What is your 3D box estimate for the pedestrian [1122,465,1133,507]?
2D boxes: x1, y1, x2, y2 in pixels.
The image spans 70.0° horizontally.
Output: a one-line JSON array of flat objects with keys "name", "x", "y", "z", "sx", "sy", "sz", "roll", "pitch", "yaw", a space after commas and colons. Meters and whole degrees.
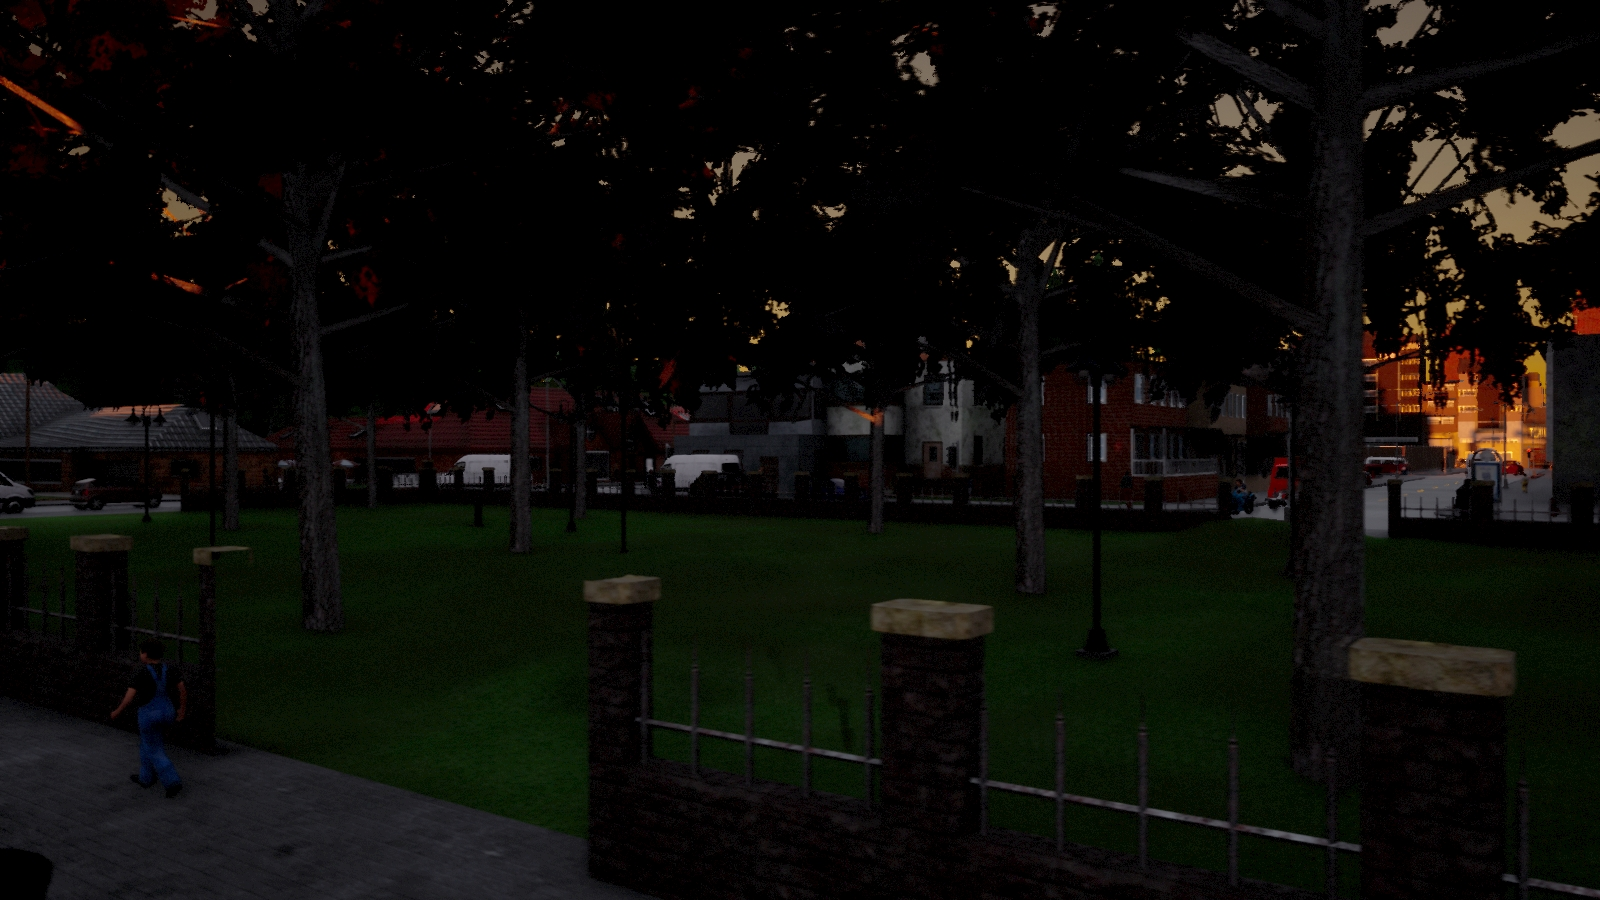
[{"name": "pedestrian", "x": 14.886, "y": 1.629, "z": 51.935, "sx": 0.375, "sy": 1.860, "sz": 0.375, "roll": 0, "pitch": 0, "yaw": 33}]

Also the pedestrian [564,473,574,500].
[{"name": "pedestrian", "x": -11.469, "y": 1.804, "z": 56.699, "sx": 0.375, "sy": 1.300, "sz": 0.375, "roll": 0, "pitch": 0, "yaw": -40}]

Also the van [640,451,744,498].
[{"name": "van", "x": -6.100, "y": 1.314, "z": 63.860, "sx": 5.915, "sy": 2.561, "sz": 1.988, "roll": 0, "pitch": 0, "yaw": 35}]

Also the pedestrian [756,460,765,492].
[{"name": "pedestrian", "x": -2.310, "y": 1.516, "z": 66.632, "sx": 0.375, "sy": 1.860, "sz": 0.375, "roll": 0, "pitch": 0, "yaw": 35}]

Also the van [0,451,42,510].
[{"name": "van", "x": -36.031, "y": 1.315, "z": 48.654, "sx": 1.988, "sy": 2.561, "sz": 5.915, "roll": 0, "pitch": 0, "yaw": 36}]

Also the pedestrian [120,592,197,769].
[{"name": "pedestrian", "x": -5.065, "y": 1.805, "z": 9.025, "sx": 0.375, "sy": 1.300, "sz": 0.375, "roll": 0, "pitch": 0, "yaw": 22}]

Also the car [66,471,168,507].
[{"name": "car", "x": -32.230, "y": 1.806, "z": 53.972, "sx": 1.789, "sy": 1.549, "sz": 3.705, "roll": 0, "pitch": 0, "yaw": 35}]

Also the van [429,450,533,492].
[{"name": "van", "x": -19.799, "y": 1.314, "z": 71.034, "sx": 5.915, "sy": 2.561, "sz": 1.988, "roll": 0, "pitch": -1, "yaw": 10}]

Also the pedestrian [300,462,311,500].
[{"name": "pedestrian", "x": -24.382, "y": 1.525, "z": 56.339, "sx": 0.375, "sy": 1.860, "sz": 0.375, "roll": 0, "pitch": 0, "yaw": 33}]

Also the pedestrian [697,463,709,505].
[{"name": "pedestrian", "x": -4.354, "y": 1.526, "z": 51.288, "sx": 0.375, "sy": 1.860, "sz": 0.375, "roll": 0, "pitch": 0, "yaw": 34}]

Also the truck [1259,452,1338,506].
[{"name": "truck", "x": 24.416, "y": 1.349, "z": 55.852, "sx": 2.627, "sy": 2.467, "sz": 5.204, "roll": 0, "pitch": 0, "yaw": 35}]

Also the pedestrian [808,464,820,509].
[{"name": "pedestrian", "x": 0.587, "y": 1.525, "z": 47.866, "sx": 0.375, "sy": 1.860, "sz": 0.375, "roll": 0, "pitch": 0, "yaw": 30}]

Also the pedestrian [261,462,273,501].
[{"name": "pedestrian", "x": -25.918, "y": 1.525, "z": 55.587, "sx": 0.375, "sy": 1.860, "sz": 0.375, "roll": 0, "pitch": 0, "yaw": 31}]

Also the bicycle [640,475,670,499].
[{"name": "bicycle", "x": -7.618, "y": 1.940, "z": 60.126, "sx": 1.835, "sy": 1.271, "sz": 0.329, "roll": 0, "pitch": 0, "yaw": 35}]

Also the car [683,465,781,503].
[{"name": "car", "x": -3.404, "y": 1.686, "z": 57.100, "sx": 4.553, "sy": 1.767, "sz": 2.097, "roll": 0, "pitch": 0, "yaw": 35}]

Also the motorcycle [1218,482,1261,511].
[{"name": "motorcycle", "x": 18.971, "y": 1.993, "z": 49.263, "sx": 2.033, "sy": 1.145, "sz": 0.803, "roll": 0, "pitch": 0, "yaw": -38}]

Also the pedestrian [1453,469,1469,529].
[{"name": "pedestrian", "x": 20.581, "y": 1.525, "z": 35.583, "sx": 0.375, "sy": 1.860, "sz": 0.375, "roll": 0, "pitch": 0, "yaw": 40}]

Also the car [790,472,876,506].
[{"name": "car", "x": 1.540, "y": 1.818, "z": 53.847, "sx": 3.633, "sy": 1.501, "sz": 1.845, "roll": 0, "pitch": 0, "yaw": 36}]
